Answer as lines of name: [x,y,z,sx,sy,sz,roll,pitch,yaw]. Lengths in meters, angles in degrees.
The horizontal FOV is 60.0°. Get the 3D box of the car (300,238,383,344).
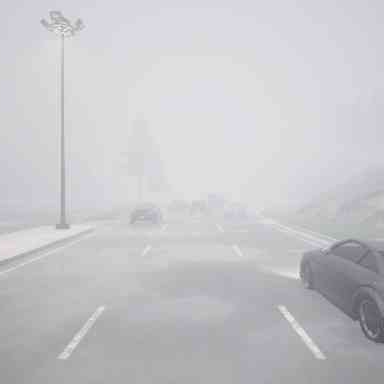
car: [3.600,1.564,6.404,1.994,1.385,4.181,0,0,0]

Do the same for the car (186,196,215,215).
car: [0.930,1.505,34.322,1.837,1.490,4.892,0,0,9]

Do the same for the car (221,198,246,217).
car: [3.925,1.526,30.900,1.812,1.442,4.674,0,0,4]

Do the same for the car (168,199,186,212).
car: [-1.415,1.563,39.823,1.994,1.385,4.181,0,0,13]

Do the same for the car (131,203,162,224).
car: [-3.345,1.526,24.709,1.812,1.442,4.674,0,0,1]

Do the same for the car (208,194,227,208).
car: [3.415,1.221,44.497,2.150,2.045,5.566,0,0,16]
